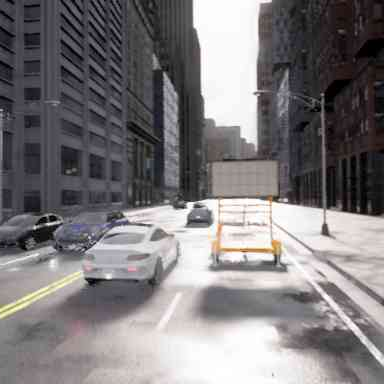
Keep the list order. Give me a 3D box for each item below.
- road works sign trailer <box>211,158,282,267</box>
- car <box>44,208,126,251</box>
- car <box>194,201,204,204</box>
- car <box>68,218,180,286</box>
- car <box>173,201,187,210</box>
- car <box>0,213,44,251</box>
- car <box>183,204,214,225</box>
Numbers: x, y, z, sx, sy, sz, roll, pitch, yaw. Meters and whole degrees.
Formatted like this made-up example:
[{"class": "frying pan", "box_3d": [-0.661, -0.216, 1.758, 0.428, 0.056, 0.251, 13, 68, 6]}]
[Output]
[{"class": "road works sign trailer", "box_3d": [1.897, 0.592, 11.974, 2.380, 3.560, 2.880, -1, -1, 7]}, {"class": "car", "box_3d": [-4.340, 1.583, 15.093, 2.097, 1.767, 4.553, -1, -1, 7]}, {"class": "car", "box_3d": [1.182, 2.323, 57.134, 2.033, 1.411, 5.357, -1, -1, 8]}, {"class": "car", "box_3d": [-1.560, 1.661, 9.739, 1.812, 1.442, 4.674, -1, -1, 7]}, {"class": "car", "box_3d": [-2.035, 2.291, 57.586, 1.882, 1.535, 5.008, -1, -1, 8]}, {"class": "car", "box_3d": [-7.544, 1.776, 15.639, 1.837, 1.490, 4.892, -1, -1, 7]}, {"class": "car", "box_3d": [0.737, 1.912, 27.297, 1.994, 1.385, 4.181, -1, -1, 7]}]
